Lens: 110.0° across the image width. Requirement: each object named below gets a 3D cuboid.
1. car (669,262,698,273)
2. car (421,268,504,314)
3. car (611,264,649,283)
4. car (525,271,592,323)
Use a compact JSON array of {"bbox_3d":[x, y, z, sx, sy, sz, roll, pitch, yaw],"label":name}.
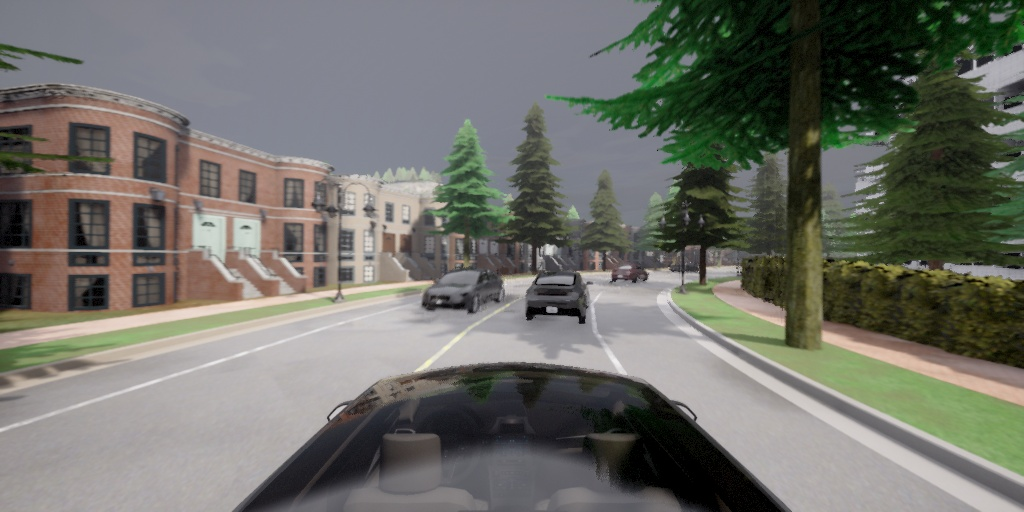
[{"bbox_3d":[22.805,1.498,47.415,5.357,1.411,2.033,1,0,-42],"label":"car"},{"bbox_3d":[-1.699,1.240,13.893,1.837,1.490,4.892,0,0,16],"label":"car"},{"bbox_3d":[9.441,1.359,28.675,1.812,1.442,4.674,0,0,36],"label":"car"},{"bbox_3d":[1.693,1.270,12.442,1.837,1.490,4.892,0,0,14],"label":"car"}]
